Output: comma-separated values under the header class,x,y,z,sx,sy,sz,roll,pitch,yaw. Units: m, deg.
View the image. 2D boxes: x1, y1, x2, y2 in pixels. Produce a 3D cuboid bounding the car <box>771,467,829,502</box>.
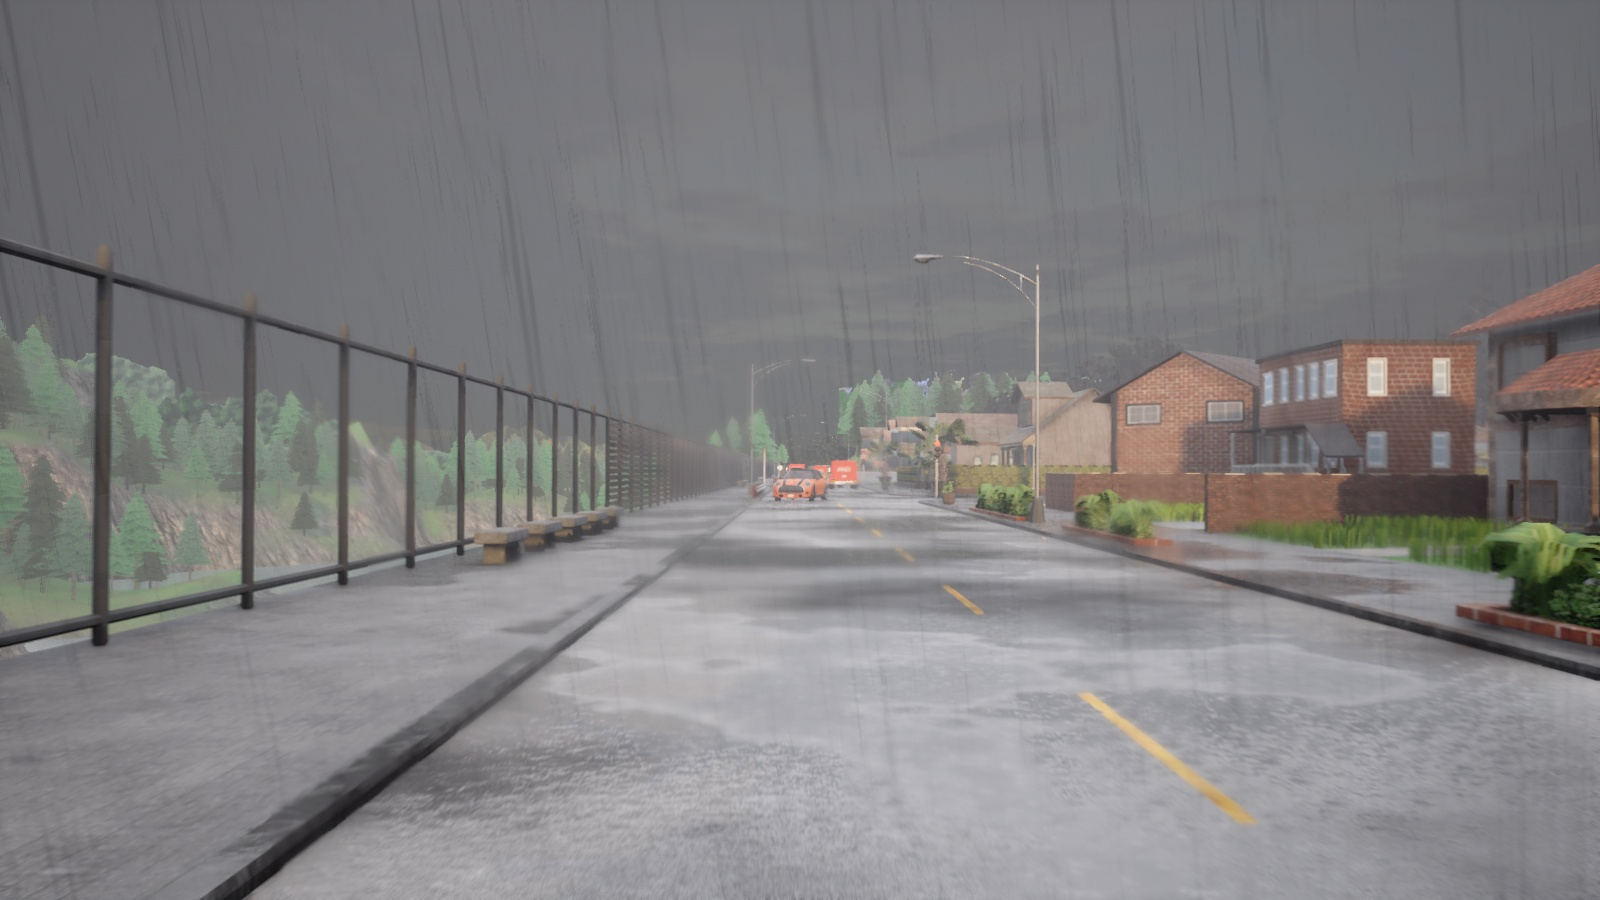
class,x,y,z,sx,sy,sz,roll,pitch,yaw
car,0.046,1.773,65.688,2.097,1.767,4.553,0,-1,13
